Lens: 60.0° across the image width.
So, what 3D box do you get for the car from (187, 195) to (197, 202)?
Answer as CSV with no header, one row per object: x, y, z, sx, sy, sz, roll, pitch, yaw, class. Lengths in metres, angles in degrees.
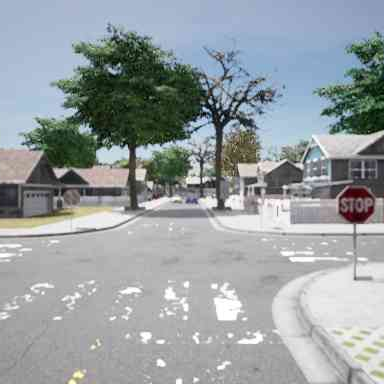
-0.064,1.333,67.060,1.994,1.385,4.181,0,0,0,car

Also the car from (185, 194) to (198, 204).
-0.055,1.156,56.994,2.097,1.767,4.553,0,0,0,car

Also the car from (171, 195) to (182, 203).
-2.808,1.316,60.809,1.812,1.442,4.674,0,0,0,car
